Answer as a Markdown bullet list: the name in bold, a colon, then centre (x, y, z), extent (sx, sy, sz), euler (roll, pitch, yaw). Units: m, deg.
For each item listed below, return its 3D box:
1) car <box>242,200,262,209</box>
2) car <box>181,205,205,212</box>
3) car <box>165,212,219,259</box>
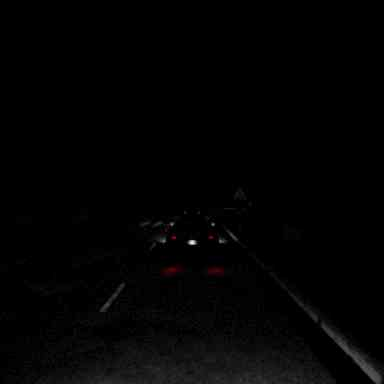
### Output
- **car**: centre (11.593, 2.266, 63.893), extent (2.097, 1.767, 4.553), euler (-1, -2, 43)
- **car**: centre (0.071, 1.872, 28.522), extent (2.128, 1.511, 4.902), euler (0, -1, 2)
- **car**: centre (0.025, 1.738, 13.474), extent (1.994, 1.385, 4.181), euler (0, -1, 0)
